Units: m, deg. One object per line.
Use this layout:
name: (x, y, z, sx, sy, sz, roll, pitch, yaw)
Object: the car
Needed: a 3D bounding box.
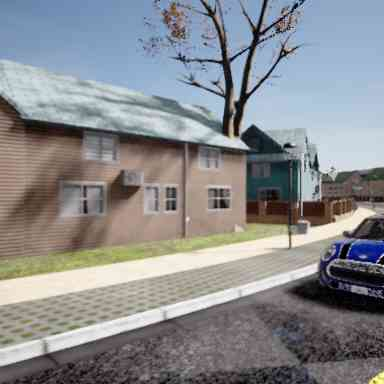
car: (4.999, 1.367, 8.207, 4.553, 1.767, 2.097, 0, 0, -43)
